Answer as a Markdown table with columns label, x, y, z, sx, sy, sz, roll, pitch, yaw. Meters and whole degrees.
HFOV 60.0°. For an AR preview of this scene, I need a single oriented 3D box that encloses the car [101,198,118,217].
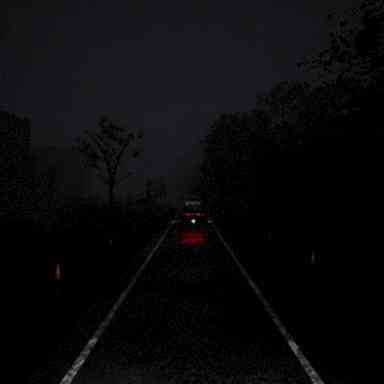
| label | x | y | z | sx | sy | sz | roll | pitch | yaw |
| --- | --- | --- | --- | --- | --- | --- | --- | --- | --- |
| car | -9.087 | 1.624 | 32.244 | 2.231 | 1.521 | 4.892 | 0 | -2 | -2 |

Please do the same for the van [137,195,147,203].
| label | x | y | z | sx | sy | sz | roll | pitch | yaw |
| --- | --- | --- | --- | --- | --- | --- | --- | --- | --- |
| van | -13.189 | 1.838 | 87.445 | 1.878 | 1.987 | 4.442 | 1 | -2 | -15 |

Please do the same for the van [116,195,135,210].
| label | x | y | z | sx | sy | sz | roll | pitch | yaw |
| --- | --- | --- | --- | --- | --- | --- | --- | --- | --- |
| van | -9.108 | 1.499 | 44.269 | 1.878 | 1.987 | 4.442 | 0 | -2 | -3 |

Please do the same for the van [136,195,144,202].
| label | x | y | z | sx | sy | sz | roll | pitch | yaw |
| --- | --- | --- | --- | --- | --- | --- | --- | --- | --- |
| van | -14.540 | 1.901 | 92.859 | 1.878 | 1.987 | 4.442 | 1 | -2 | -16 |

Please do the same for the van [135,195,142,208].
| label | x | y | z | sx | sy | sz | roll | pitch | yaw |
| --- | --- | --- | --- | --- | --- | --- | --- | --- | --- |
| van | -9.278 | 1.579 | 54.220 | 1.878 | 1.987 | 4.442 | 0 | -2 | -2 |

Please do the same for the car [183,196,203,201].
| label | x | y | z | sx | sy | sz | roll | pitch | yaw |
| --- | --- | --- | --- | --- | --- | --- | --- | --- | --- |
| car | 0.083 | 1.490 | 40.264 | 2.150 | 2.045 | 5.566 | 0 | 0 | 0 |

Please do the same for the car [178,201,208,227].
| label | x | y | z | sx | sy | sz | roll | pitch | yaw |
| --- | --- | --- | --- | --- | --- | --- | --- | --- | --- |
| car | 0.090 | 1.636 | 23.674 | 1.837 | 1.490 | 4.892 | 0 | -1 | 0 |

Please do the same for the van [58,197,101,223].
| label | x | y | z | sx | sy | sz | roll | pitch | yaw |
| --- | --- | --- | --- | --- | --- | --- | --- | --- | --- |
| van | -9.083 | 1.373 | 26.561 | 1.878 | 1.987 | 4.442 | 0 | 0 | 2 |

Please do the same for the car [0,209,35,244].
| label | x | y | z | sx | sy | sz | roll | pitch | yaw |
| --- | --- | --- | --- | --- | --- | --- | --- | --- | --- |
| car | -9.060 | 1.547 | 15.588 | 2.002 | 1.452 | 4.674 | 0 | 0 | 0 |

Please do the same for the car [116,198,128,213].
| label | x | y | z | sx | sy | sz | roll | pitch | yaw |
| --- | --- | --- | --- | --- | --- | --- | --- | --- | --- |
| car | -9.095 | 1.700 | 37.755 | 2.163 | 1.488 | 4.792 | 0 | -2 | -2 |
